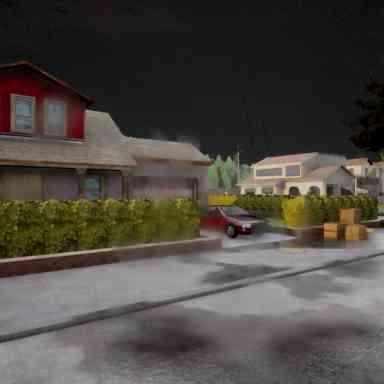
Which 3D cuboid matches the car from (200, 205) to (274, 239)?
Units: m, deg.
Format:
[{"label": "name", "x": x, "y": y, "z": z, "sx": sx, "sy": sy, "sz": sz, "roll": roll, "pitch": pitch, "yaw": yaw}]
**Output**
[{"label": "car", "x": 1.536, "y": 1.356, "z": 16.530, "sx": 2.033, "sy": 1.415, "sz": 5.357, "roll": 0, "pitch": 0, "yaw": -33}]
